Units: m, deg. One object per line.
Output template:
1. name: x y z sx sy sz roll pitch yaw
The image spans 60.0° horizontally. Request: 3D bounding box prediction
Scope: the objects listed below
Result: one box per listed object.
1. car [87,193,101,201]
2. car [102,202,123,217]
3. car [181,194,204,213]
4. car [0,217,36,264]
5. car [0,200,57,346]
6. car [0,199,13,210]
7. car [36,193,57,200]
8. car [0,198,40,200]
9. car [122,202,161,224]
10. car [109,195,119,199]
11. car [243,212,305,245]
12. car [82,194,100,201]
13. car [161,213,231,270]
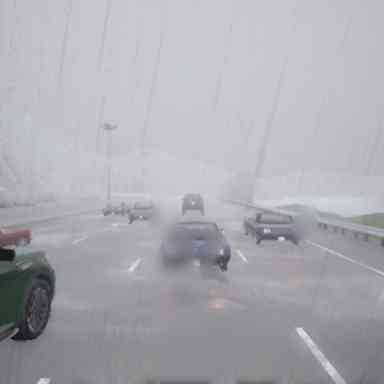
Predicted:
1. car: -24.367 1.234 82.553 2.097 1.767 4.553 0 0 1
2. car: -6.904 1.584 31.214 1.895 1.301 4.718 0 0 0
3. car: 0.095 1.203 34.238 2.150 2.045 5.566 0 0 0
4. car: -6.895 1.595 10.290 1.895 1.301 4.718 0 0 0
5. car: -3.402 1.220 3.350 2.150 2.045 5.566 0 0 0
6. car: -24.588 1.578 41.457 1.895 1.301 4.718 0 0 0
7. car: -28.010 1.190 64.124 2.150 2.045 5.566 0 0 0
8. car: -17.599 1.583 33.403 1.895 1.301 4.718 0 0 0
9. car: -3.404 1.478 24.470 2.128 1.511 4.902 0 0 0
10. car: -17.494 1.485 74.069 2.128 1.511 4.902 0 0 0
11. car: 3.598 1.592 15.564 1.895 1.301 4.718 0 0 0
12. car: -21.010 1.556 68.438 1.895 1.301 4.718 0 0 0
13. car: 0.099 1.595 10.985 1.895 1.301 4.718 0 0 0
